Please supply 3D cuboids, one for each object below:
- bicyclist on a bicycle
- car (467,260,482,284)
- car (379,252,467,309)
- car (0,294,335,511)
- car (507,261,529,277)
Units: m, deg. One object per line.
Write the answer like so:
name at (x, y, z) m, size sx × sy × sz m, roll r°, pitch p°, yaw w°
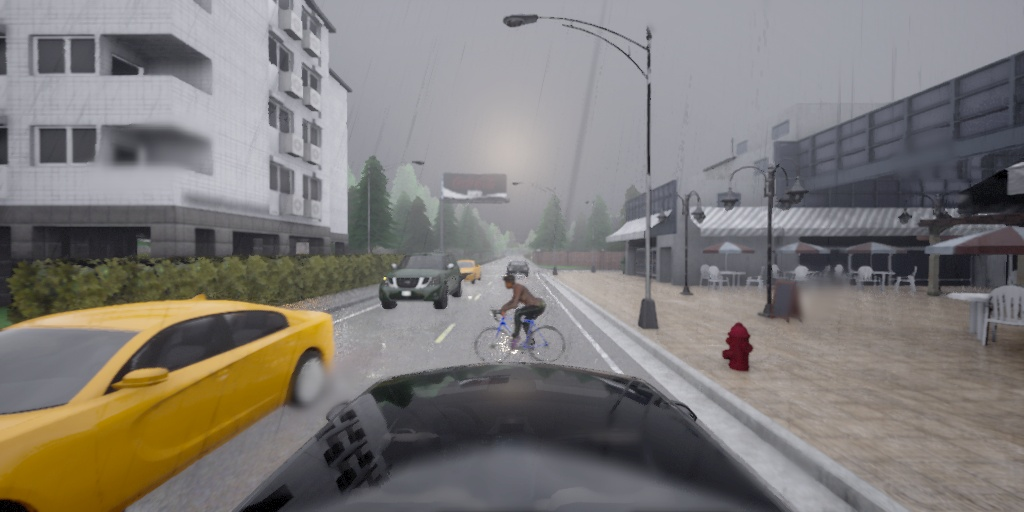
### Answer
bicyclist on a bicycle at (0.131, 1.153, 6.471) m, size 1.656 × 1.620 × 0.582 m, roll -1°, pitch 0°, yaw 1°
car at (-3.236, 1.016, 24.660) m, size 1.882 × 1.535 × 5.008 m, roll 0°, pitch 1°, yaw 2°
car at (-3.420, 0.853, 14.535) m, size 2.150 × 2.045 × 5.566 m, roll 0°, pitch 0°, yaw 1°
car at (-3.597, 1.210, 3.296) m, size 1.882 × 1.535 × 5.008 m, roll 0°, pitch 0°, yaw 1°
car at (0.519, 1.080, 31.473) m, size 1.895 × 1.301 × 4.718 m, roll 0°, pitch 1°, yaw 1°
